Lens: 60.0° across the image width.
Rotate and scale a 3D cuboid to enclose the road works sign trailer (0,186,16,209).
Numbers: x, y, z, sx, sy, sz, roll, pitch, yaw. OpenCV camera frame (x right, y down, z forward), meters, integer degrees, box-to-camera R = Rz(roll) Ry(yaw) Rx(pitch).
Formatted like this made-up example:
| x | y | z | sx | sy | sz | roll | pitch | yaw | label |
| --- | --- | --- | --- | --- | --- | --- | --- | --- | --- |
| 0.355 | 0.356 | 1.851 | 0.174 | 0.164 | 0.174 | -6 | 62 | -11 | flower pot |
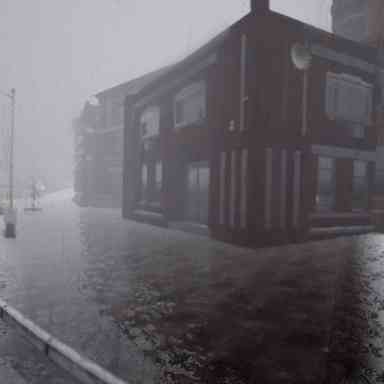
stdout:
| x | y | z | sx | sy | sz | roll | pitch | yaw | label |
| --- | --- | --- | --- | --- | --- | --- | --- | --- | --- |
| -29.232 | 0.822 | 52.758 | 2.380 | 3.560 | 2.880 | 1 | -1 | -22 | road works sign trailer |
